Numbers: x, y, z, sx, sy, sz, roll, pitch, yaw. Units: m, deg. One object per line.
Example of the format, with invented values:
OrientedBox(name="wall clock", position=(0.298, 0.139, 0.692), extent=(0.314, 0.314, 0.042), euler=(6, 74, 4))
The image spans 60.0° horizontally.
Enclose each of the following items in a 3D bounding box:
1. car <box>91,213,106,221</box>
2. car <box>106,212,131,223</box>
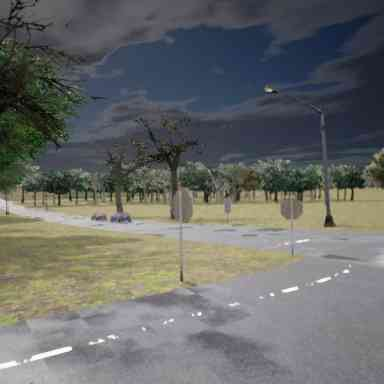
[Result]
OrientedBox(name="car", position=(-16.982, 4.516, 60.727), extent=(1.812, 1.442, 4.674), euler=(-1, -1, -34))
OrientedBox(name="car", position=(-11.350, 3.925, 52.505), extent=(2.097, 1.767, 4.553), euler=(-2, -2, -34))
